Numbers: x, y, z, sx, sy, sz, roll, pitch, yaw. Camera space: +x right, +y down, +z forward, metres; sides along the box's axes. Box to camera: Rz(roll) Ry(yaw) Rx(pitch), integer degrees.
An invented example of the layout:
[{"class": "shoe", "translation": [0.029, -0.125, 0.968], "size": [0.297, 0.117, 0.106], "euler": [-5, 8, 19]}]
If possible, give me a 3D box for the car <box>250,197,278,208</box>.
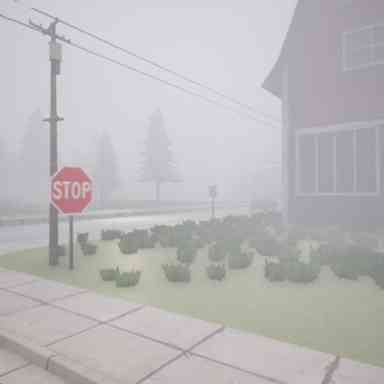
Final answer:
[{"class": "car", "translation": [8.950, 1.418, 41.047], "size": [2.097, 1.767, 4.553], "euler": [0, 0, 36]}]
